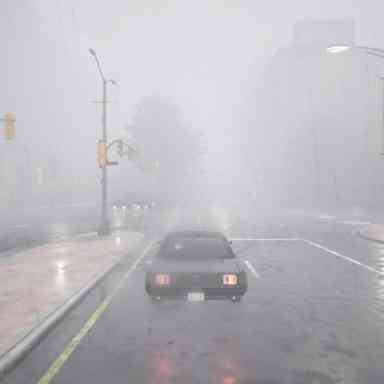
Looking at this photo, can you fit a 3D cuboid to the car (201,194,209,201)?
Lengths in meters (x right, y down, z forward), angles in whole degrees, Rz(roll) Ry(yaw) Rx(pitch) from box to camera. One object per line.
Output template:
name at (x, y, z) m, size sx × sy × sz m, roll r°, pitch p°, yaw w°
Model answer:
car at (3.534, 1.519, 86.892) m, size 2.128 × 1.511 × 4.902 m, roll 0°, pitch 0°, yaw 0°

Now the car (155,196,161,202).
car at (-7.999, 1.564, 66.257) m, size 1.994 × 1.385 × 4.181 m, roll 0°, pitch 0°, yaw 1°

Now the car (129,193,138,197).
car at (-11.512, 1.219, 64.571) m, size 2.150 × 2.045 × 5.566 m, roll 0°, pitch 0°, yaw 1°

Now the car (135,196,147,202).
car at (-11.471, 1.552, 74.457) m, size 1.994 × 1.385 × 4.181 m, roll 0°, pitch 0°, yaw 0°

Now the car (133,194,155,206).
car at (-8.066, 1.547, 56.559) m, size 2.033 × 1.411 × 5.357 m, roll 0°, pitch 0°, yaw 0°

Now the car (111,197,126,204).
car at (-14.723, 1.595, 66.869) m, size 1.895 × 1.301 × 4.718 m, roll 0°, pitch 0°, yaw 0°

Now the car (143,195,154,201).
car at (-11.465, 1.515, 88.024) m, size 2.128 × 1.511 × 4.902 m, roll 0°, pitch 0°, yaw 0°

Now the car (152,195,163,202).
car at (-7.970, 1.540, 76.816) m, size 2.033 × 1.411 × 5.357 m, roll 0°, pitch 0°, yaw 0°

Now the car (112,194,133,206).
car at (-11.566, 1.526, 55.161) m, size 1.812 × 1.442 × 4.674 m, roll 0°, pitch 0°, yaw 0°

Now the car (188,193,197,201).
car at (0.034, 1.218, 86.507) m, size 2.150 × 2.045 × 5.566 m, roll 0°, pitch 0°, yaw 0°

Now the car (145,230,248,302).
car at (0.078, 1.601, 8.209) m, size 1.895 × 1.301 × 4.718 m, roll 0°, pitch 0°, yaw 0°
